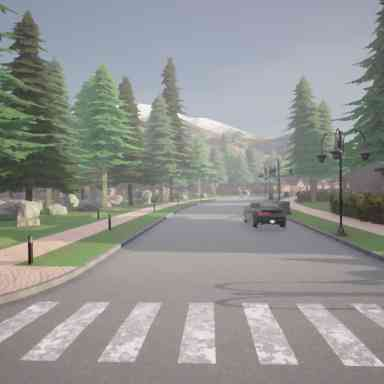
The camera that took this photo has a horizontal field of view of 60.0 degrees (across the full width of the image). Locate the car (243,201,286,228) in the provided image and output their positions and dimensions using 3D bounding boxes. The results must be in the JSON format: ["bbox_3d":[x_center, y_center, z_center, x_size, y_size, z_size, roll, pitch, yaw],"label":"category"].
[{"bbox_3d":[4.390,1.324,20.574,1.837,1.490,4.892,1,0,0],"label":"car"}]
